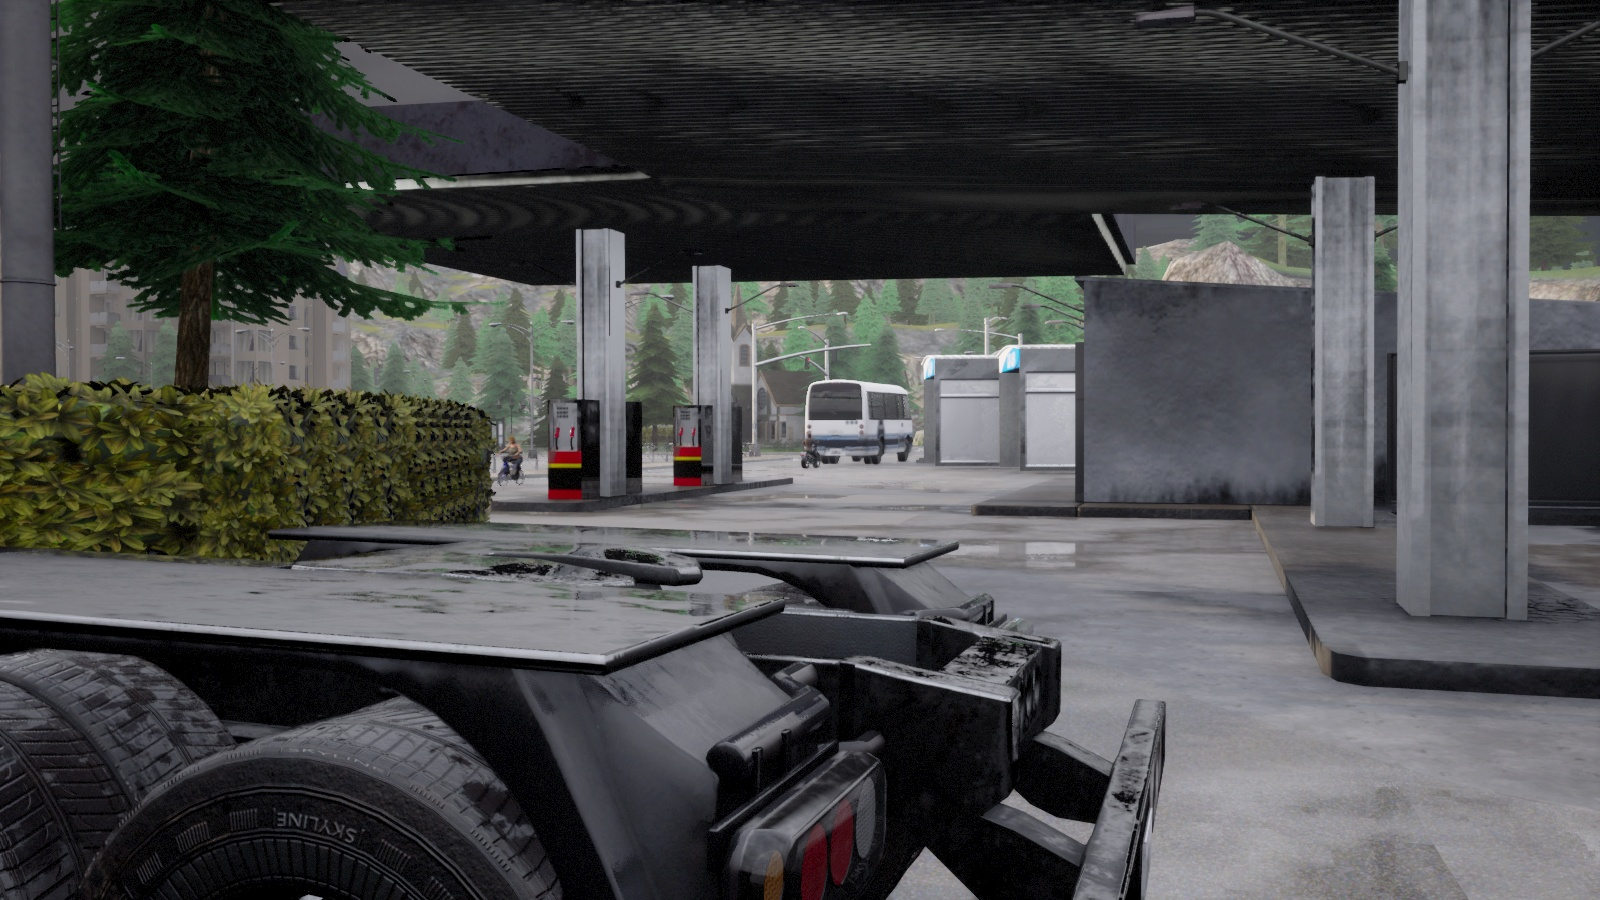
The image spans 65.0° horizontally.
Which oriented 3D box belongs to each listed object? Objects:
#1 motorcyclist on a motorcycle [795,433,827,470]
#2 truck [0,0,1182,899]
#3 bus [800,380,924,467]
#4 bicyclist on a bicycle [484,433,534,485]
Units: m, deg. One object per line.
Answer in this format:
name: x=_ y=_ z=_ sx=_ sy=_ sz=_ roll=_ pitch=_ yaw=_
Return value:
motorcyclist on a motorcycle: x=0.503 y=0.045 z=57.824 sx=0.766 sy=1.649 sz=2.350 roll=1 pitch=1 yaw=19
truck: x=-2.955 y=-0.168 z=4.152 sx=7.936 sy=3.462 sz=2.891 roll=1 pitch=0 yaw=18
bus: x=3.485 y=-1.412 z=66.650 sx=3.944 sy=4.253 sz=10.273 roll=1 pitch=1 yaw=19
bicyclist on a bicycle: x=-9.225 y=0.282 z=39.869 sx=0.866 sy=1.612 sz=1.509 roll=1 pitch=1 yaw=19
